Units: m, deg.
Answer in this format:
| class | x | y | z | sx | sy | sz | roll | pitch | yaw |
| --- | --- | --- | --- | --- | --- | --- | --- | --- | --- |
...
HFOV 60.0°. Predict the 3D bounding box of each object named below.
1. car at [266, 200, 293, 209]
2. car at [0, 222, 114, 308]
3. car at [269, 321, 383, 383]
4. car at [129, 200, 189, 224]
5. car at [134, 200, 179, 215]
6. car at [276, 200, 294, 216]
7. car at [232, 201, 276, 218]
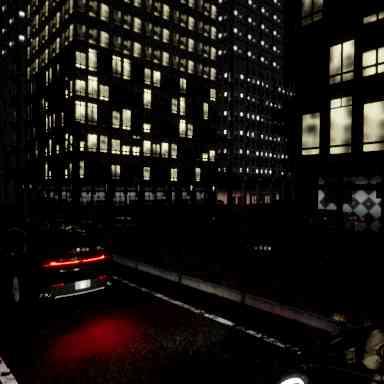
| class | x | y | z | sx | sy | sz | roll | pitch | yaw |
| --- | --- | --- | --- | --- | --- | --- | --- | --- | --- |
| car | 13.493 | 1.881 | 51.130 | 4.313 | 1.339 | 1.947 | 1 | 0 | -40 |
| car | -3.660 | 1.501 | 8.107 | 1.837 | 1.490 | 4.892 | 0 | 0 | -41 |
| car | 2.431 | 1.352 | 1.322 | 2.097 | 1.767 | 4.553 | 0 | 0 | -41 |
| car | -2.581 | 1.523 | 26.504 | 5.009 | 1.841 | 2.192 | 1 | 0 | -40 |
| car | -3.835 | 1.647 | 36.431 | 4.829 | 1.417 | 1.752 | 1 | 0 | -40 |
| car | 10.320 | 1.936 | 37.450 | 4.206 | 1.307 | 1.802 | 1 | 0 | -40 |
| car | 6.149 | 1.832 | 33.911 | 4.829 | 1.417 | 1.752 | 1 | 0 | -40 |
